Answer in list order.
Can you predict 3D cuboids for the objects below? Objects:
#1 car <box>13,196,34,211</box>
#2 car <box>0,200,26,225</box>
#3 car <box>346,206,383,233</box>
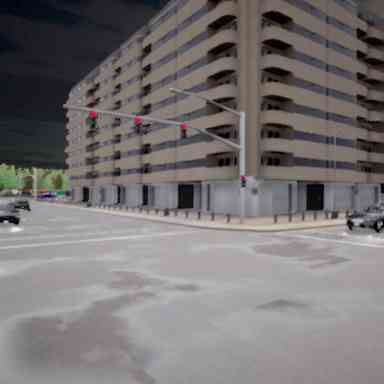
[{"bbox_3d":[-21.383,1.536,41.212,1.837,1.490,4.892,0,0,-35],"label":"car"},{"bbox_3d":[-13.511,1.553,23.629,2.033,1.411,5.357,0,0,-35],"label":"car"},{"bbox_3d":[11.640,1.618,20.886,4.902,1.511,2.128,0,0,-35],"label":"car"}]
